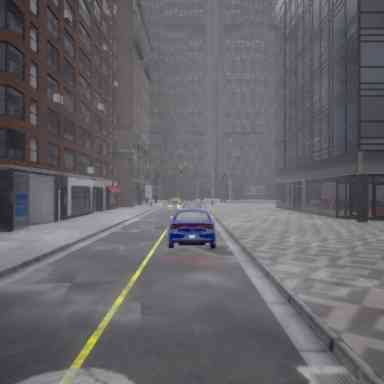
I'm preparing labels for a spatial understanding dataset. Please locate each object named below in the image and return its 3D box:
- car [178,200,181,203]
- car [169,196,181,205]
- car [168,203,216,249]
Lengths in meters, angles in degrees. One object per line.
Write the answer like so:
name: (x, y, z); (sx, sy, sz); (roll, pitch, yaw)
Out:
car: (0.001, 1.619, 29.680); (1.895, 1.301, 4.718); (0, 0, 0)
car: (-2.999, 1.536, 59.650); (1.882, 1.535, 5.008); (0, 0, 0)
car: (0.001, 1.484, 14.650); (1.882, 1.535, 5.008); (0, 0, 0)
